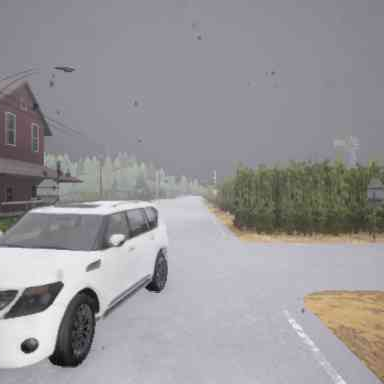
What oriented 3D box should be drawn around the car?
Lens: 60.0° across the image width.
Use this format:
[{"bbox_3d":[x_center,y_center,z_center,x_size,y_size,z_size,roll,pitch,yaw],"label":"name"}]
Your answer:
[{"bbox_3d":[-2.072,1.225,6.295,2.150,2.045,5.566,0,0,13],"label":"car"}]
